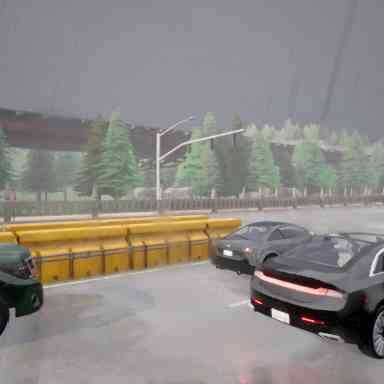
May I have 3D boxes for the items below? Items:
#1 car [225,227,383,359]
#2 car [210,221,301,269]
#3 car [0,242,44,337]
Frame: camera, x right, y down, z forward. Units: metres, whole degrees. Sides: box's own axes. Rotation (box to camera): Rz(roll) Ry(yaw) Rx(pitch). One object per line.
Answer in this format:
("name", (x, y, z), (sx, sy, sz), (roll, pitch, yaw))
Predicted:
("car", (3.181, 1.492, 5.999), (4.902, 1.511, 2.128), (0, 0, -36))
("car", (2.572, 1.564, 9.860), (4.181, 1.385, 1.994), (0, 0, -36))
("car", (-5.055, 1.221, 4.447), (5.566, 2.045, 2.150), (0, 0, -35))
